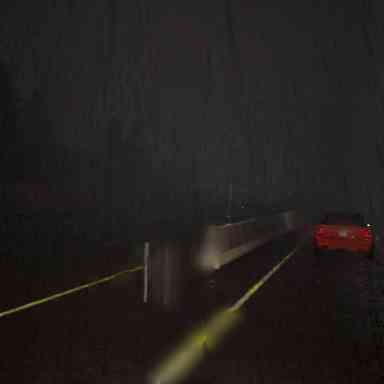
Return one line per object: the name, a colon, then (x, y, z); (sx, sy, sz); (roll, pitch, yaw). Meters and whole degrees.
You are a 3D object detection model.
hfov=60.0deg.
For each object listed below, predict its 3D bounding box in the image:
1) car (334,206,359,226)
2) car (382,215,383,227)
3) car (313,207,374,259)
car: (13.561, 2.048, 29.112); (1.812, 1.442, 4.674); (2, 0, 25)
car: (15.568, 2.178, 25.187); (1.895, 1.301, 4.718); (2, 0, 26)
car: (6.483, 1.604, 14.165); (2.097, 1.767, 4.553); (2, 0, 26)
